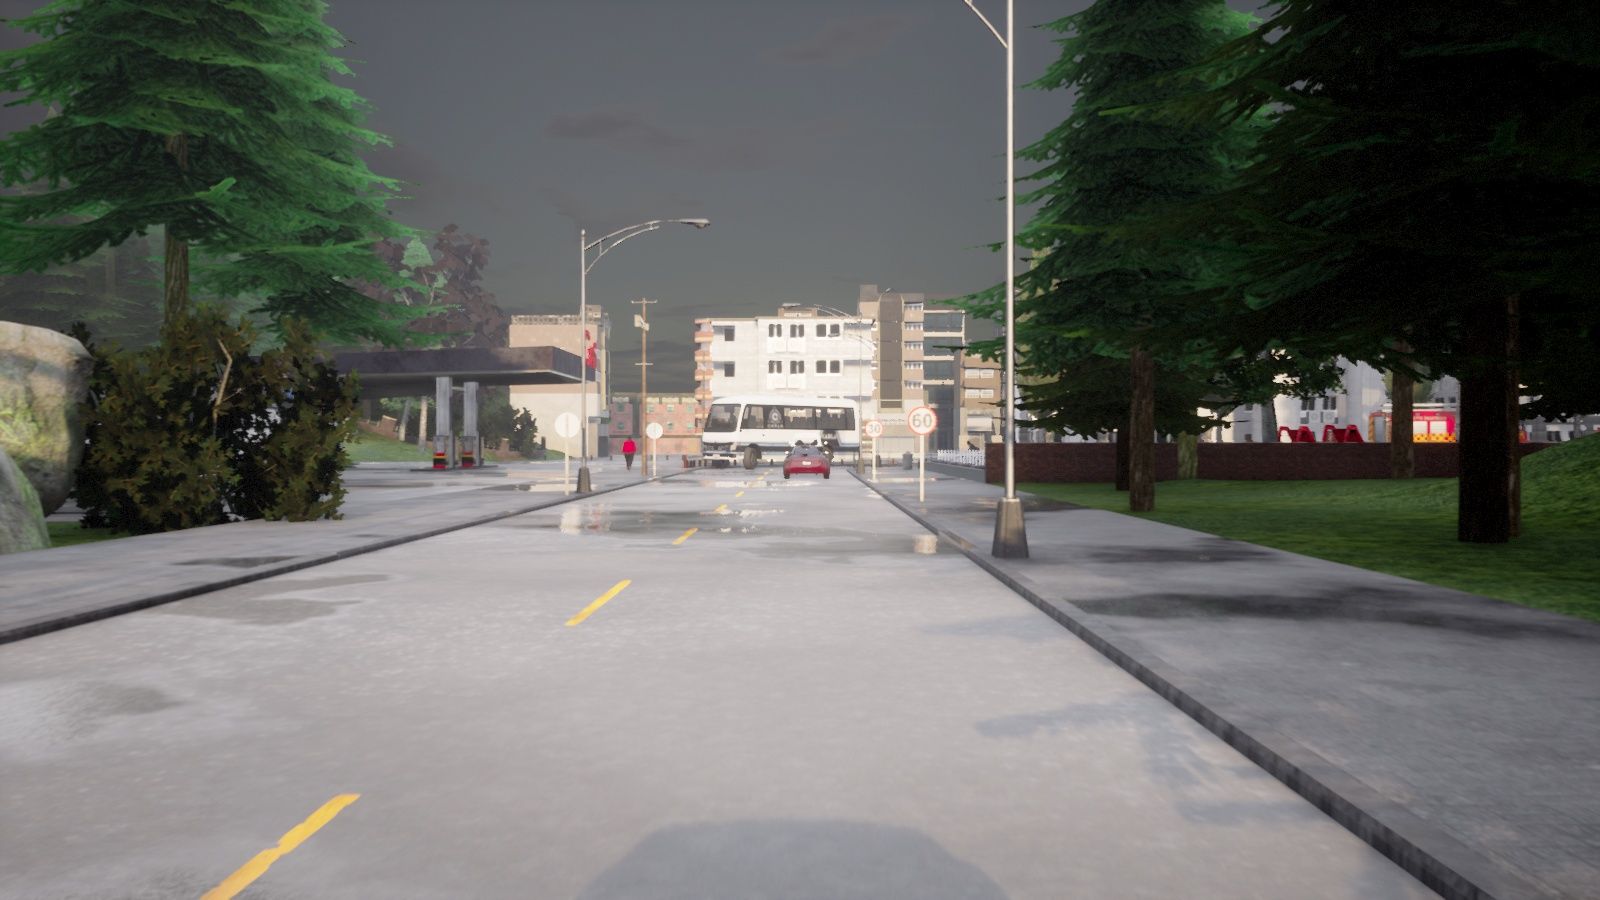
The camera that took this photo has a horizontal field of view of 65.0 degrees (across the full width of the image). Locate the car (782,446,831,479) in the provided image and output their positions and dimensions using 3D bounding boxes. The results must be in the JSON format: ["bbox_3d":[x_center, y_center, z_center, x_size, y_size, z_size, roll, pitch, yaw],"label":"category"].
[{"bbox_3d":[0.282,0.506,53.931,1.994,1.385,4.181,0,0,0],"label":"car"}]

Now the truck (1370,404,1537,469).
[{"bbox_3d":[39.062,-0.810,75.247,8.468,3.827,2.891,0,0,0],"label":"truck"}]

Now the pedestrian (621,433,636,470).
[{"bbox_3d":[-8.608,0.094,63.049,0.634,1.844,0.899,0,0,-3],"label":"pedestrian"}]

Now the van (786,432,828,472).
[{"bbox_3d":[0.406,0.094,66.835,2.069,2.038,4.480,0,0,2],"label":"van"}]

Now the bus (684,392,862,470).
[{"bbox_3d":[-1.450,-1.057,73.978,10.273,4.253,3.944,0,1,-41],"label":"bus"}]
